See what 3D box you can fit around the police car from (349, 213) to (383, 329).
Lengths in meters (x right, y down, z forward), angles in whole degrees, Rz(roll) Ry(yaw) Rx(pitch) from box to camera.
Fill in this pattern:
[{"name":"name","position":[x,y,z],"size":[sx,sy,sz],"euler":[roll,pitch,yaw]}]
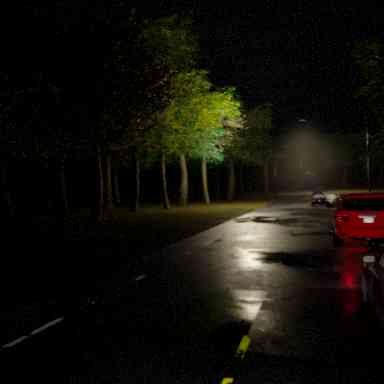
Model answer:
[{"name":"police car","position":[3.581,1.325,4.555],"size":[1.930,1.638,5.238],"euler":[-2,0,20]}]

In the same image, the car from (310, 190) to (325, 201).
[{"name":"car","position":[20.013,0.581,53.233],"size":[2.033,1.411,5.357],"euler":[-2,1,20]}]

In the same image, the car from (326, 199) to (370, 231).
[{"name":"car","position":[8.974,1.235,19.501],"size":[1.837,1.490,4.892],"euler":[-2,0,20]}]

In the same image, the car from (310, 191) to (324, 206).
[{"name":"car","position":[15.514,0.954,40.628],"size":[2.033,1.411,5.357],"euler":[-2,1,20]}]

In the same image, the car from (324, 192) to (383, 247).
[{"name":"car","position":[6.938,1.030,13.884],"size":[2.150,2.045,5.566],"euler":[-2,0,20]}]
